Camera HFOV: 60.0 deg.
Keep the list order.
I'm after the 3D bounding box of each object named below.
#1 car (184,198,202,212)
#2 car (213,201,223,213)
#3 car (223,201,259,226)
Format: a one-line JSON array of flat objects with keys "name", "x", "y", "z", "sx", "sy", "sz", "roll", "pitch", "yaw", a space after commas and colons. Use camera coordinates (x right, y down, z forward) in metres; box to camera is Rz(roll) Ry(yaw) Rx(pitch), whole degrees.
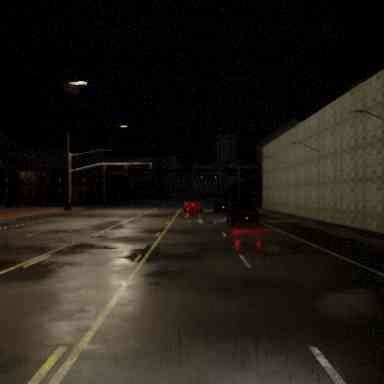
[{"name": "car", "x": 0.106, "y": 1.533, "z": 40.839, "sx": 2.097, "sy": 1.767, "sz": 4.553, "roll": 0, "pitch": 0, "yaw": 0}, {"name": "car", "x": 3.605, "y": 1.741, "z": 40.150, "sx": 1.994, "sy": 1.385, "sz": 4.181, "roll": 0, "pitch": 0, "yaw": 0}, {"name": "car", "x": 3.606, "y": 1.585, "z": 24.320, "sx": 1.882, "sy": 1.535, "sz": 5.008, "roll": 0, "pitch": 0, "yaw": 0}]
